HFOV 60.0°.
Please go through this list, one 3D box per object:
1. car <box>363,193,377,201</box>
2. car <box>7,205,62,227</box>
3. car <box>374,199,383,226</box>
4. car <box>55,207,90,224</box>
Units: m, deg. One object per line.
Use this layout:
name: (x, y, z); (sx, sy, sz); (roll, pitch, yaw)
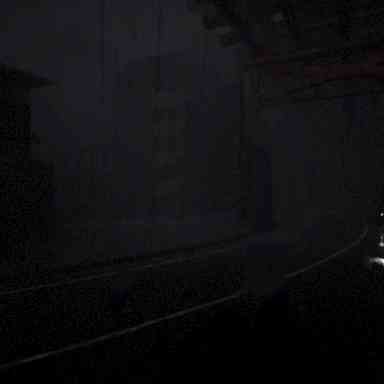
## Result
car: (30.729, 0.882, 57.451); (1.994, 1.385, 4.181); (-1, 0, 27)
car: (-13.327, 1.965, 28.393); (1.851, 1.617, 3.988); (-1, 0, 26)
car: (12.514, 1.342, 20.631); (1.895, 1.301, 4.718); (-1, 0, 27)
car: (-10.681, 1.922, 26.973); (2.033, 1.415, 5.357); (-1, 0, 26)
